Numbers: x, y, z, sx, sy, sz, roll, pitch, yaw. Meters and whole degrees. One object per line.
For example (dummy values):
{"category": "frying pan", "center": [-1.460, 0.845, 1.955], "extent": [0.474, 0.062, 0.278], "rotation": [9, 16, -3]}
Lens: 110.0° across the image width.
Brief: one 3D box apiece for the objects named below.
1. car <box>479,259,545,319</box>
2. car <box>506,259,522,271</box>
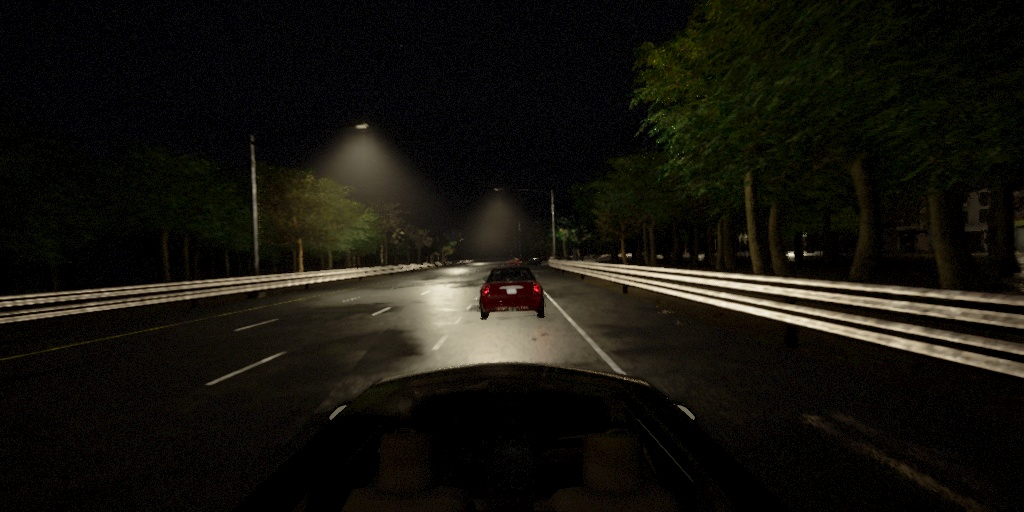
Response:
{"category": "car", "center": [-0.019, 1.119, 13.255], "extent": [2.097, 1.767, 4.553], "rotation": [-2, 0, 0]}
{"category": "car", "center": [0.381, 1.290, 52.249], "extent": [1.882, 1.535, 5.008], "rotation": [-3, 0, 5]}
